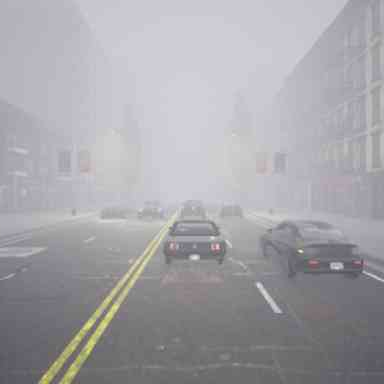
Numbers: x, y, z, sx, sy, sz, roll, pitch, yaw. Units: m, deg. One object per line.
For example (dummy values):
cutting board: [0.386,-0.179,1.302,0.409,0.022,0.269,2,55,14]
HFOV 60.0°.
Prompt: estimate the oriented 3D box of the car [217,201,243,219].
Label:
car: [3.354,1.537,29.711,2.128,1.511,4.902,0,0,0]

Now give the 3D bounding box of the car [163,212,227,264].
car: [0.084,1.620,11.912,1.895,1.301,4.718,0,0,0]

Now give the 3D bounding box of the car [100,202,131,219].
car: [-6.593,1.607,29.115,1.994,1.385,4.181,0,0,0]

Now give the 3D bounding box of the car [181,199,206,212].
car: [0.104,1.396,29.493,2.097,1.767,4.553,0,0,0]

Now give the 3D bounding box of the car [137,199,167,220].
car: [-3.343,1.394,28.352,2.097,1.767,4.553,0,0,0]

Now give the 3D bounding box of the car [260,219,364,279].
car: [3.339,1.543,9.986,1.812,1.442,4.674,0,0,0]

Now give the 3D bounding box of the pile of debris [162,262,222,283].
pile of debris: [0.001,2.191,9.186,1.500,0.140,1.860,0,0,0]
